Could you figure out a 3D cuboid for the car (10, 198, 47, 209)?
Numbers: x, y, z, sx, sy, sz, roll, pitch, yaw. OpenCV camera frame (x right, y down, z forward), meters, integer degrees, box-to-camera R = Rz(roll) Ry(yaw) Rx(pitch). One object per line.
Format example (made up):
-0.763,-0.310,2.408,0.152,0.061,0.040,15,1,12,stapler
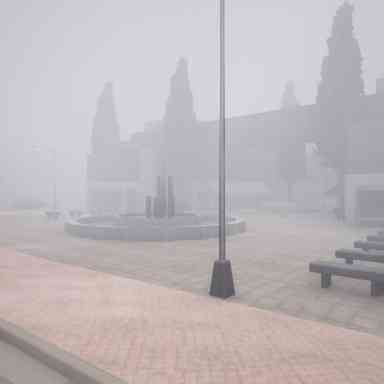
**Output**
-21.822,1.554,44.578,2.033,1.411,5.357,0,0,12,car

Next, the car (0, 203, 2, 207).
-25.796,1.608,40.992,1.895,1.301,4.718,0,0,5,car
